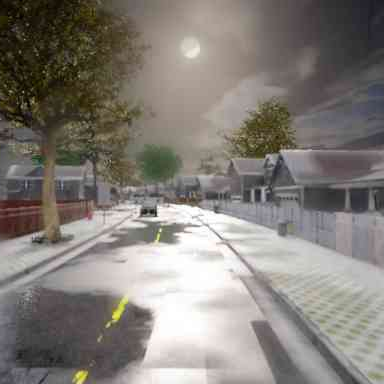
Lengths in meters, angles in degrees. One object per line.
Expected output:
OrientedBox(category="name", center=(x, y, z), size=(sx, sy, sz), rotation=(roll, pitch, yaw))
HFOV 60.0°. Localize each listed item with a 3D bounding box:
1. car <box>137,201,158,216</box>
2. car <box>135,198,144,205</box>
OrientedBox(category="car", center=(-4.691, 1.946, 36.426), size=(1.895, 1.301, 4.718), rotation=(0, -1, -6))
OrientedBox(category="car", center=(-12.809, 2.316, 81.224), size=(2.128, 1.511, 4.902), rotation=(0, -1, -14))
